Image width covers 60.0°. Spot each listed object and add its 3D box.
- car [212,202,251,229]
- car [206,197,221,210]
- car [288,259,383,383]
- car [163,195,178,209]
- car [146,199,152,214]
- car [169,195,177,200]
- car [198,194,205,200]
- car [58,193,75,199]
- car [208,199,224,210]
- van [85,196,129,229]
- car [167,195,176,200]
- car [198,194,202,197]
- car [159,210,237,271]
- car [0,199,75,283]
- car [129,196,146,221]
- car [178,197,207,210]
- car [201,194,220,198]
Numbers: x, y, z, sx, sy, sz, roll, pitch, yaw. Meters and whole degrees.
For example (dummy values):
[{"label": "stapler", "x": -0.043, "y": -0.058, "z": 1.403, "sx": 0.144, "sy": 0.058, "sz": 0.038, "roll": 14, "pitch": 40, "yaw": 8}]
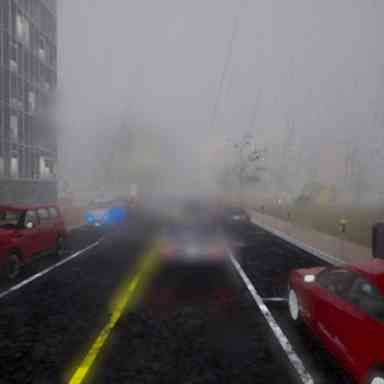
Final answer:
[{"label": "car", "x": 2.556, "y": 1.526, "z": 20.873, "sx": 1.947, "sy": 1.339, "sz": 4.313, "roll": -1, "pitch": 0, "yaw": 0}, {"label": "car", "x": 2.572, "y": 1.486, "z": 33.174, "sx": 1.887, "sy": 1.381, "sz": 4.507, "roll": -1, "pitch": 0, "yaw": 0}, {"label": "car", "x": 2.556, "y": 1.536, "z": 4.250, "sx": 1.887, "sy": 1.381, "sz": 4.507, "roll": -1, "pitch": 0, "yaw": 0}, {"label": "car", "x": -2.803, "y": 1.402, "z": 44.502, "sx": 1.882, "sy": 1.535, "sz": 5.008, "roll": 0, "pitch": 0, "yaw": 0}, {"label": "car", "x": -5.324, "y": 1.488, "z": 31.927, "sx": 1.887, "sy": 1.381, "sz": 4.507, "roll": -1, "pitch": 0, "yaw": 0}, {"label": "car", "x": -5.322, "y": 1.422, "z": 92.449, "sx": 1.947, "sy": 1.339, "sz": 4.313, "roll": -1, "pitch": 0, "yaw": 0}, {"label": "car", "x": 2.558, "y": 1.401, "z": 92.446, "sx": 1.887, "sy": 1.381, "sz": 4.507, "roll": -1, "pitch": 0, "yaw": 0}, {"label": "car", "x": -25.672, "y": 1.203, "z": 65.731, "sx": 5.009, "sy": 1.841, "sz": 2.192, "roll": 0, "pitch": 1, "yaw": -1}, {"label": "car", "x": 2.556, "y": 1.496, "z": 26.414, "sx": 1.887, "sy": 1.381, "sz": 4.507, "roll": -1, "pitch": 0, "yaw": 0}, {"label": "van", "x": -5.326, "y": 1.301, "z": 20.831, "sx": 1.690, "sy": 1.788, "sz": 3.998, "roll": -1, "pitch": 0, "yaw": 0}, {"label": "car", "x": -5.324, "y": 1.430, "z": 86.762, "sx": 1.947, "sy": 1.339, "sz": 4.313, "roll": -1, "pitch": 0, "yaw": 0}, {"label": "car", "x": 2.612, "y": 1.309, "z": 83.745, "sx": 1.967, "sy": 1.590, "sz": 4.097, "roll": -1, "pitch": 0, "yaw": 0}, {"label": "car", "x": 0.024, "y": 1.526, "z": 10.716, "sx": 2.033, "sy": 1.411, "sz": 5.357, "roll": 0, "pitch": 0, "yaw": 1}, {"label": "car", "x": -5.327, "y": 1.295, "z": 9.736, "sx": 2.192, "sy": 1.841, "sz": 5.009, "roll": -1, "pitch": 0, "yaw": 0}, {"label": "car", "x": -5.327, "y": 1.267, "z": 26.379, "sx": 2.192, "sy": 1.841, "sz": 5.009, "roll": -1, "pitch": 0, "yaw": 0}, {"label": "car", "x": 0.048, "y": 1.455, "z": 27.918, "sx": 1.837, "sy": 1.490, "sz": 4.892, "roll": 0, "pitch": 1, "yaw": 1}, {"label": "car", "x": 2.683, "y": 1.244, "z": 41.810, "sx": 2.192, "sy": 1.841, "sz": 5.009, "roll": -1, "pitch": 0, "yaw": 0}]
